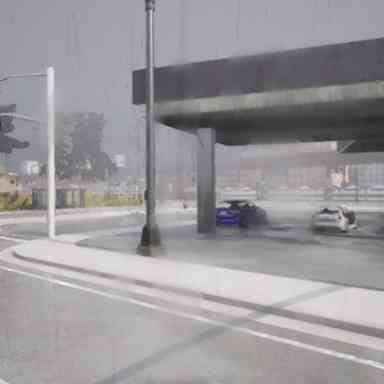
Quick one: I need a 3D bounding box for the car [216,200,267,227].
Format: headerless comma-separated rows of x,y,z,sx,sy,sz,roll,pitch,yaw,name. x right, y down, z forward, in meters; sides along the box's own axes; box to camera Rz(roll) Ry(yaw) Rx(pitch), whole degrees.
3.232,1.355,22.157,2.242,1.667,4.611,0,0,37,car

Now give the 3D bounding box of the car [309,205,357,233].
8.310,1.481,19.362,1.970,1.475,3.806,0,0,37,car
